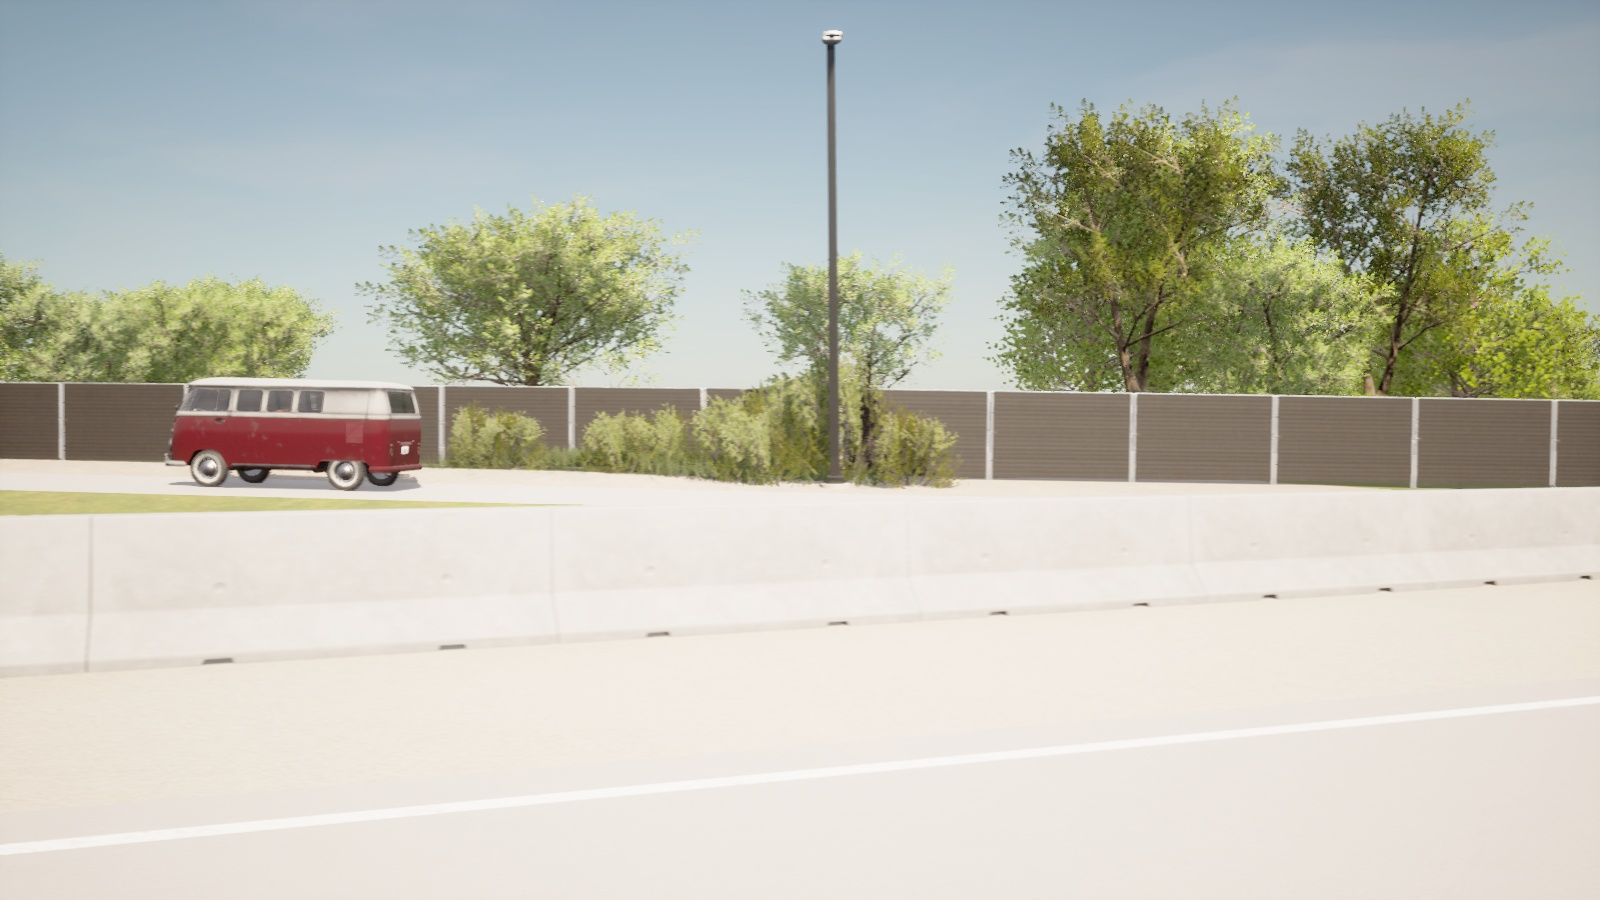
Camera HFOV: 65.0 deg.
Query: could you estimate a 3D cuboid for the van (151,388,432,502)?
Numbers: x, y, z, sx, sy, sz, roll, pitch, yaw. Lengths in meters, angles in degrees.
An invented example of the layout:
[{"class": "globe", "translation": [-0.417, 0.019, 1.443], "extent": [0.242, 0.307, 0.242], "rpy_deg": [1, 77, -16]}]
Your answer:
[{"class": "van", "translation": [-9.236, -0.114, 23.002], "extent": [4.442, 1.987, 1.775], "rpy_deg": [0, 2, 6]}]
